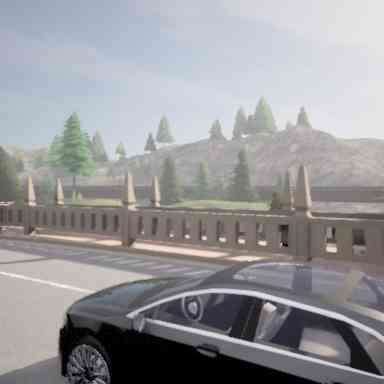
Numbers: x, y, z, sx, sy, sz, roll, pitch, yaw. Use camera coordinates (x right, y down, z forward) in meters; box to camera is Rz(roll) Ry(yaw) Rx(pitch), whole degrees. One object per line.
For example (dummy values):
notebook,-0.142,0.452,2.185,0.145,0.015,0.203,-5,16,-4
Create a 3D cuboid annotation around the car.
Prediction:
car,0.655,1.477,3.304,4.902,1.511,2.128,0,0,35
